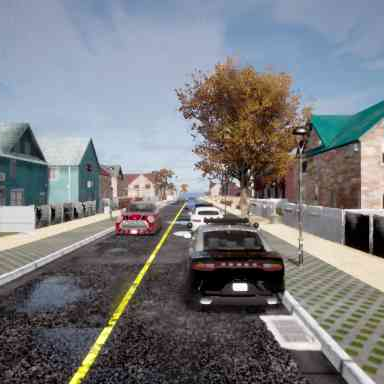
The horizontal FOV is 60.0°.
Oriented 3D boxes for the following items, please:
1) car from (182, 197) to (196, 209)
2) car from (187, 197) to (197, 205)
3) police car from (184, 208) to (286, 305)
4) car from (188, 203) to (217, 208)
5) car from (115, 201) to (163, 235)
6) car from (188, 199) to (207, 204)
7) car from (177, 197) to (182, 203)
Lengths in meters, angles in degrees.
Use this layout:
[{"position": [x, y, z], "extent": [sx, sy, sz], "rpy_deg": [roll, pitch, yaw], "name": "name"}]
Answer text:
[{"position": [0.022, 1.648, 46.038], "extent": [2.033, 1.411, 5.357], "rpy_deg": [0, 0, 0], "name": "car"}, {"position": [-0.009, 1.676, 63.090], "extent": [1.882, 1.535, 5.008], "rpy_deg": [0, 0, 0], "name": "car"}, {"position": [0.824, 1.428, 8.288], "extent": [1.930, 1.638, 5.238], "rpy_deg": [0, 0, 0], "name": "police car"}, {"position": [0.822, 1.534, 18.179], "extent": [1.812, 1.442, 4.674], "rpy_deg": [0, 0, 0], "name": "car"}, {"position": [-2.852, 1.360, 18.597], "extent": [2.097, 1.767, 4.553], "rpy_deg": [0, 0, 0], "name": "car"}, {"position": [0.821, 1.517, 24.179], "extent": [1.837, 1.490, 4.892], "rpy_deg": [0, 0, 0], "name": "car"}, {"position": [-2.762, 1.867, 82.025], "extent": [2.033, 1.411, 5.357], "rpy_deg": [0, 0, 0], "name": "car"}]
